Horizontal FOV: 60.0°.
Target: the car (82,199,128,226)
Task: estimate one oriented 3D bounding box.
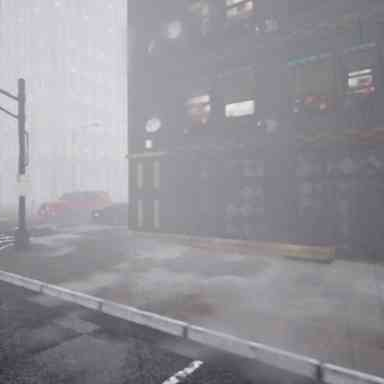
[{"bbox_3d":[-4.210,1.287,20.602,1.947,1.339,4.313,1,1,35],"label":"car"}]

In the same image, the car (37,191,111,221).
[{"bbox_3d":[-8.460,0.958,24.645,2.150,2.045,5.566,0,1,35],"label":"car"}]
